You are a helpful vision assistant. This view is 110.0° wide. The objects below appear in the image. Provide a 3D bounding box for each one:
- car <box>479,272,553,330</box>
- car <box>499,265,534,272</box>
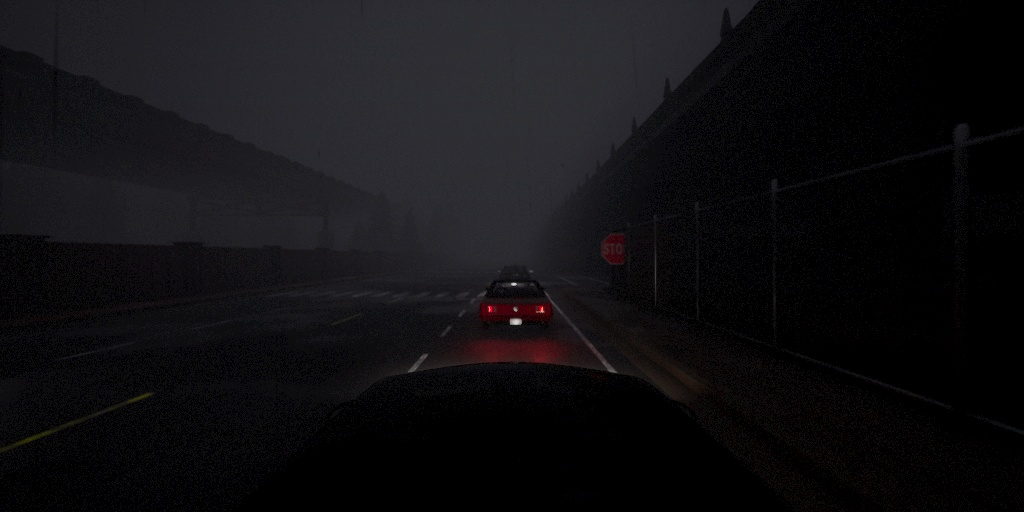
[{"bbox_3d":[0.101,1.359,11.180,1.895,1.301,4.718,0,0,0],"label":"car"},{"bbox_3d":[0.240,1.272,21.921,1.837,1.490,4.892,0,0,3],"label":"car"}]
